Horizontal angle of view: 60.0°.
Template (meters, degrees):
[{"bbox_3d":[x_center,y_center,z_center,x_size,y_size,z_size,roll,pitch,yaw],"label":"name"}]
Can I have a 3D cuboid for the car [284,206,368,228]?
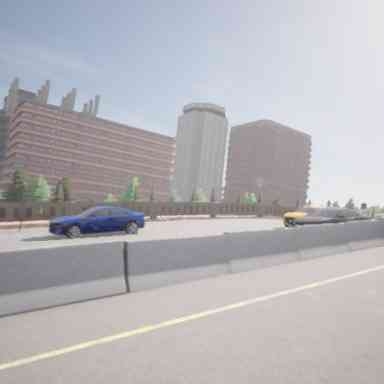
[{"bbox_3d":[7.521,1.592,17.906,5.008,1.535,1.882,2,-1,-35],"label":"car"}]

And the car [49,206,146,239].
[{"bbox_3d":[-4.902,1.505,17.685,5.008,1.535,1.882,0,0,-35],"label":"car"}]
